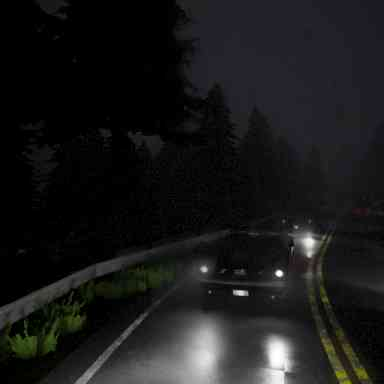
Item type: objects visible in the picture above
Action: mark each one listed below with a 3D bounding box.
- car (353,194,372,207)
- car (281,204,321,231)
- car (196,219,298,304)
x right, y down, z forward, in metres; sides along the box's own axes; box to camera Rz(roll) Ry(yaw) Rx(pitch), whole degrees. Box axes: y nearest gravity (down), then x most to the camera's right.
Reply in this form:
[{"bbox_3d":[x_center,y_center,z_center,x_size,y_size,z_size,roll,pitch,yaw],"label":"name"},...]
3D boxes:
[{"bbox_3d":[20.662,1.050,40.222,2.128,1.511,4.902,-2,0,28],"label":"car"},{"bbox_3d":[6.688,1.456,20.053,2.033,1.411,5.357,-2,0,26],"label":"car"},{"bbox_3d":[1.596,1.597,8.417,1.895,1.301,4.718,-1,0,18],"label":"car"}]
